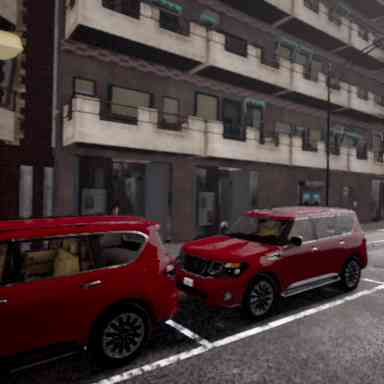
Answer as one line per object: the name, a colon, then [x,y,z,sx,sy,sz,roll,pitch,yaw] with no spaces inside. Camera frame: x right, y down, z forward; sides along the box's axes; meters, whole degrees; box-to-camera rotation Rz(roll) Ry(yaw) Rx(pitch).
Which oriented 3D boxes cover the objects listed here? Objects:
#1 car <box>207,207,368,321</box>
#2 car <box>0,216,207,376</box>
car: [1.990,1.305,7.490,5.009,1.841,2.192,0,2,-35]
car: [-2.512,1.314,4.278,5.009,1.841,2.192,0,2,-35]
